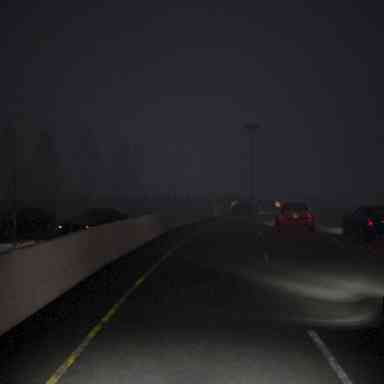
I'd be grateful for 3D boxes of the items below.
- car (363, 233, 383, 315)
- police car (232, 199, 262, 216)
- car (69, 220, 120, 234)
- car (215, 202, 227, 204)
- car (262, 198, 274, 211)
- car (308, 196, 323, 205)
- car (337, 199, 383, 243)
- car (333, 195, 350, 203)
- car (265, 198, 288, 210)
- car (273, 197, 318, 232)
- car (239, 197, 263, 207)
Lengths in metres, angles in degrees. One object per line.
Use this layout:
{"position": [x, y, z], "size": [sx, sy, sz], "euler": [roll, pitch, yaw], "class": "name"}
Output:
{"position": [3.791, 1.498, 3.093], "size": [1.882, 1.535, 5.008], "euler": [0, 0, 2], "class": "car"}
{"position": [5.529, 1.521, 34.124], "size": [1.930, 1.638, 5.238], "euler": [0, 0, 21], "class": "police car"}
{"position": [-5.192, 1.570, 18.333], "size": [2.033, 1.411, 5.357], "euler": [0, 0, 11], "class": "car"}
{"position": [6.283, 1.368, 56.271], "size": [2.150, 2.045, 5.566], "euler": [0, 0, 33], "class": "car"}
{"position": [9.397, 1.607, 42.768], "size": [1.882, 1.535, 5.008], "euler": [0, 0, 27], "class": "car"}
{"position": [21.966, 1.565, 60.263], "size": [2.097, 1.767, 4.553], "euler": [0, 0, 42], "class": "car"}
{"position": [8.939, 1.420, 16.378], "size": [2.097, 1.767, 4.553], "euler": [0, 0, 11], "class": "car"}
{"position": [31.831, 1.484, 70.491], "size": [4.553, 1.767, 2.097], "euler": [0, 0, -40], "class": "car"}
{"position": [12.150, 1.628, 47.816], "size": [1.882, 1.535, 5.008], "euler": [0, 0, 30], "class": "car"}
{"position": [6.436, 1.422, 21.171], "size": [2.097, 1.767, 4.553], "euler": [0, 0, 13], "class": "car"}
{"position": [9.874, 1.650, 55.318], "size": [2.128, 1.511, 4.902], "euler": [0, 0, 34], "class": "car"}
